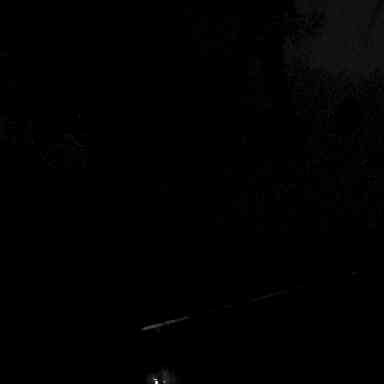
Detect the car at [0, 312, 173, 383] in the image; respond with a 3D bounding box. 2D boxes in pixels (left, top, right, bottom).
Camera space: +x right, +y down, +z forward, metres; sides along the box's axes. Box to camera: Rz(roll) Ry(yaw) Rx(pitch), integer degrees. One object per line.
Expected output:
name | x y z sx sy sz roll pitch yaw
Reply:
car | -2.394 1.504 2.037 4.892 1.490 1.837 0 0 -35
